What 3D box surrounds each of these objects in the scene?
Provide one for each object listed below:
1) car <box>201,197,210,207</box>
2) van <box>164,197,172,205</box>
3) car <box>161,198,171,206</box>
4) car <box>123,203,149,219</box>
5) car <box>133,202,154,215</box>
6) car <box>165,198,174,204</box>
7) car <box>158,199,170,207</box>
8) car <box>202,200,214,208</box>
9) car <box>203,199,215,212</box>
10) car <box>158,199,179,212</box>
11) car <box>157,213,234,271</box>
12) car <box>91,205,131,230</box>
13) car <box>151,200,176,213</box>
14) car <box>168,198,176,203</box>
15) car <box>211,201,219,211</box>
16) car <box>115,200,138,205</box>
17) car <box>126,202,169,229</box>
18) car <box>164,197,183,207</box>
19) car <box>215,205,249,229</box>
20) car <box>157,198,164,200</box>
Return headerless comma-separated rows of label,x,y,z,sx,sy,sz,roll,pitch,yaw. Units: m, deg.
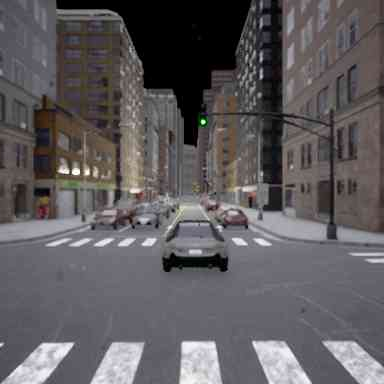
car,2.865,1.934,50.824,1.967,1.590,4.097,-1,-1,0
van,-5.651,2.130,78.633,1.690,1.788,3.998,-1,-1,0
car,-5.652,2.172,73.067,1.967,1.590,4.097,-1,-1,0
car,-5.665,1.869,34.112,1.887,1.381,4.507,-1,-1,0
car,-5.663,1.904,39.507,1.752,1.417,4.829,-1,-1,0
car,-5.647,2.285,84.197,1.967,1.590,4.097,-1,-1,0
car,-5.653,2.218,67.500,1.887,1.381,4.507,-1,-1,0
car,2.871,2.163,61.950,2.008,1.369,4.403,-1,-1,0
car,2.865,1.981,45.260,1.887,1.381,4.507,-1,-1,0
car,-3.039,1.938,42.771,1.812,1.442,4.674,0,-1,0
car,0.096,1.639,11.315,1.994,1.385,4.181,0,0,0
car,-5.668,1.798,22.983,1.802,1.307,4.206,-1,-1,0
car,-3.078,1.806,33.078,2.128,1.511,4.902,0,-1,0
car,-5.641,2.521,95.326,1.947,1.339,4.313,-1,-1,0
car,2.858,1.795,28.741,1.752,1.417,4.829,-1,-1,0
car,-5.669,1.585,28.550,2.192,1.841,5.009,-1,-1,0
car,-3.089,1.714,23.680,2.128,1.511,4.902,0,-1,0
car,-2.981,2.012,53.203,2.128,1.511,4.902,0,-1,0
car,2.857,1.796,23.007,1.802,1.307,4.206,-1,-1,0
car,-5.659,2.046,50.806,2.008,1.369,4.403,-1,-1,0
